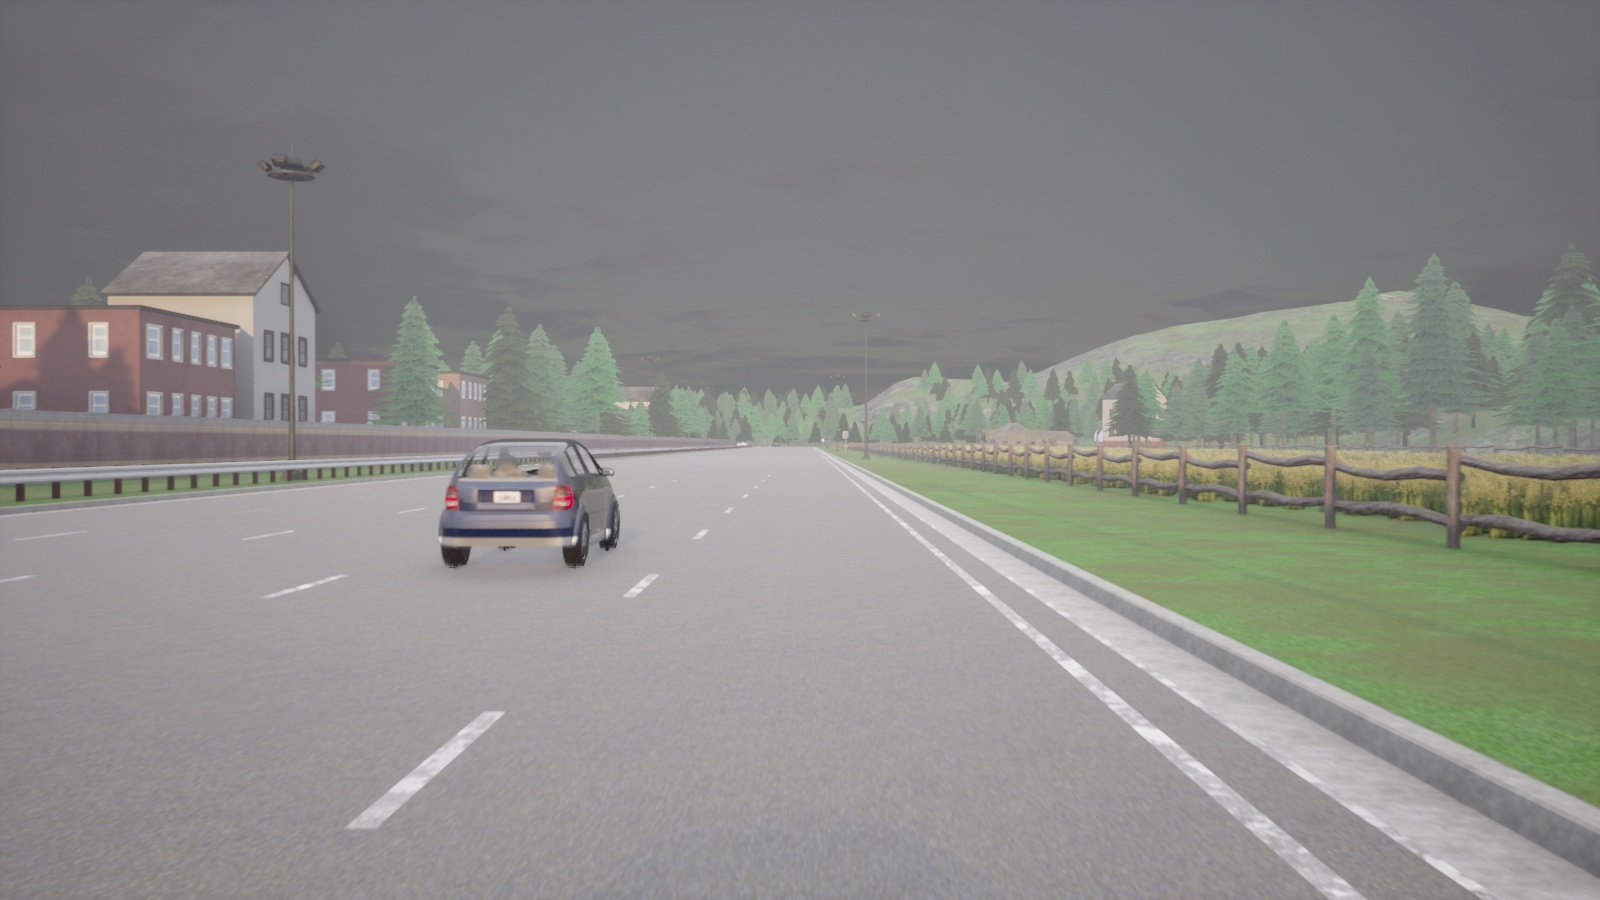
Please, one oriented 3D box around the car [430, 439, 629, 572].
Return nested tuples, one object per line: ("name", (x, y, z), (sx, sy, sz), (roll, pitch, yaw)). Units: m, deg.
("car", (-3.390, 0.630, 16.436), (1.789, 1.549, 3.705), (0, 0, 0))
